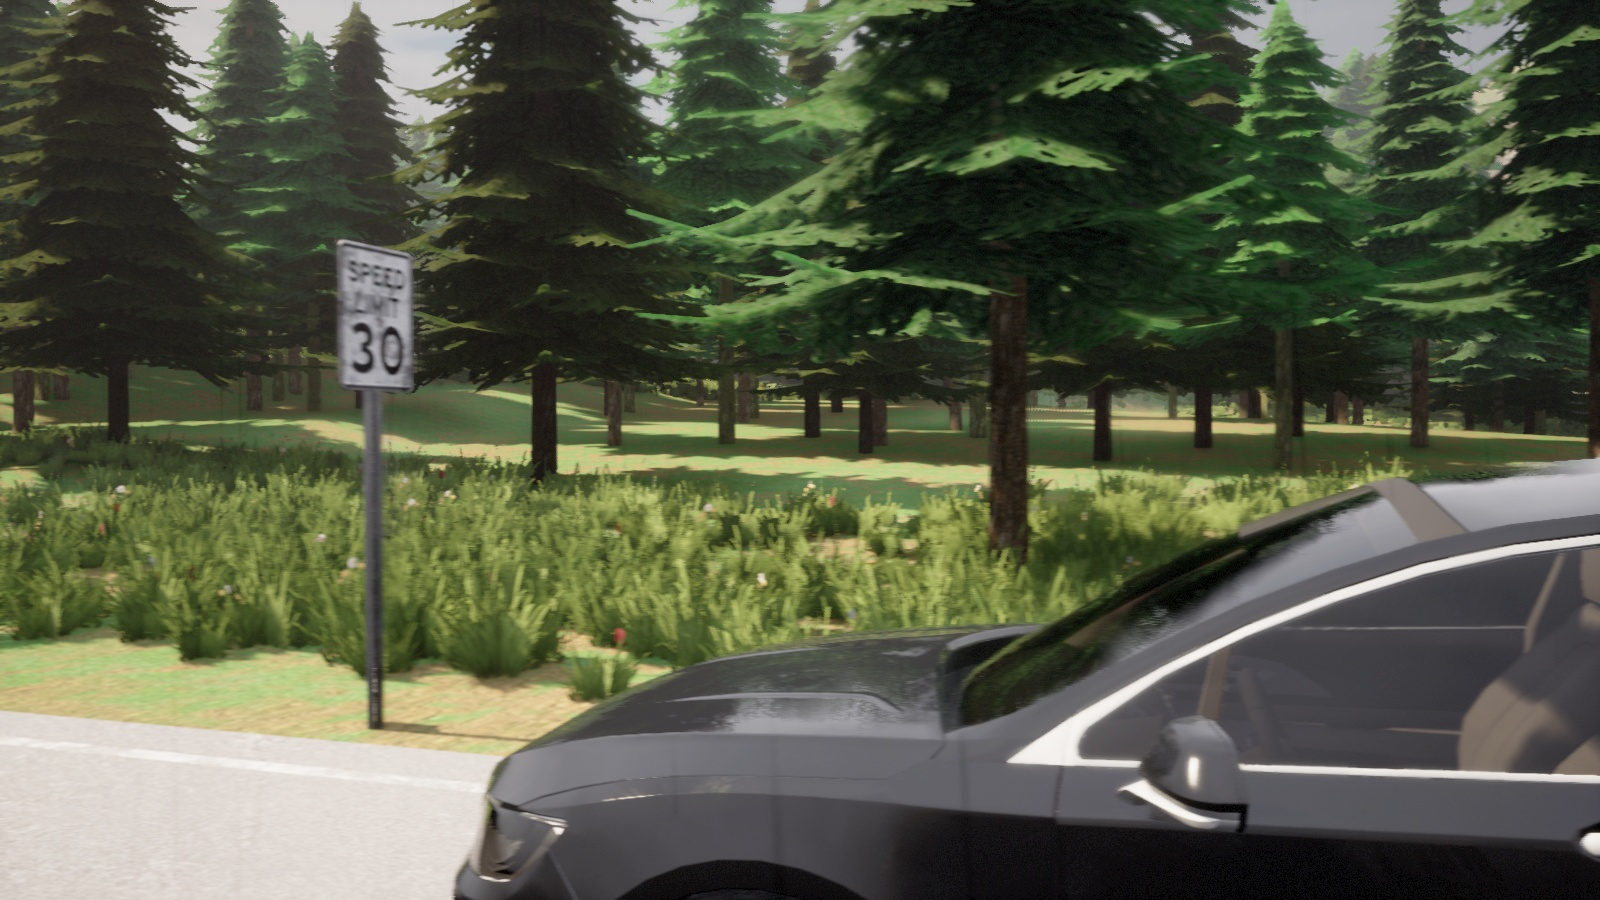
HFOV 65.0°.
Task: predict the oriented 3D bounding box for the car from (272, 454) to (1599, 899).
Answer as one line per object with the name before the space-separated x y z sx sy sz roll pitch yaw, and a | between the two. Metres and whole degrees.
car | 1.525 0.794 2.680 4.892 1.490 1.837 1 1 19
